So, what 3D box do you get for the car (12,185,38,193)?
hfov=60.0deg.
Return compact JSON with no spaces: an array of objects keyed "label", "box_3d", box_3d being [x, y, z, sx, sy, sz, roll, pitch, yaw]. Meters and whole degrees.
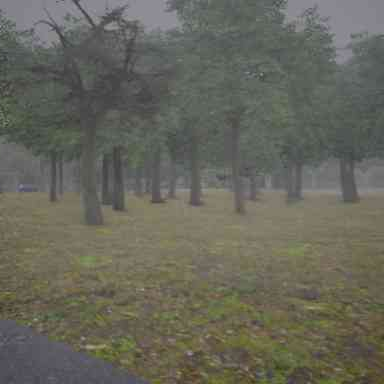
[{"label":"car","box_3d":[-39.020,-0.683,77.755,2.150,2.045,5.566,-2,0,34]}]
